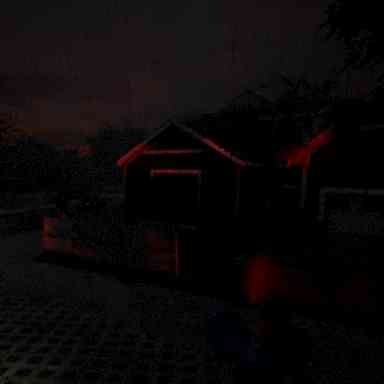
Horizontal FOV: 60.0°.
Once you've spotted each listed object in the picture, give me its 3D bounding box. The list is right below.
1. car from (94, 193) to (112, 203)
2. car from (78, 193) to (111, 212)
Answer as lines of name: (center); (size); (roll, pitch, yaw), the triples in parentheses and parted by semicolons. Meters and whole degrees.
car: (-13.969, 0.918, 52.587); (1.812, 1.442, 4.674); (2, 1, -3)
car: (-10.497, 1.189, 35.453); (2.097, 1.767, 4.553); (2, 1, -1)
